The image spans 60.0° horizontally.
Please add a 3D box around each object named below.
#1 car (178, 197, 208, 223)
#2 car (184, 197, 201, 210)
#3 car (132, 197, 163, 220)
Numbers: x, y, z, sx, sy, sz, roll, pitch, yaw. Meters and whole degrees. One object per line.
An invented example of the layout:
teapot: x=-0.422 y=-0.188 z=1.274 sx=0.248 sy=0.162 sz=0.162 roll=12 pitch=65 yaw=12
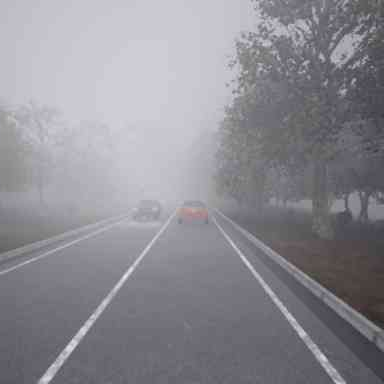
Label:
car: x=0.087 y=1.325 z=24.965 sx=2.097 sy=1.767 sz=4.553 roll=0 pitch=0 yaw=0
car: x=0.077 y=1.395 z=42.666 sx=2.128 sy=1.511 sz=4.902 roll=0 pitch=0 yaw=0
car: x=-3.609 y=1.318 z=27.489 sx=2.097 sy=1.767 sz=4.553 roll=0 pitch=0 yaw=0
